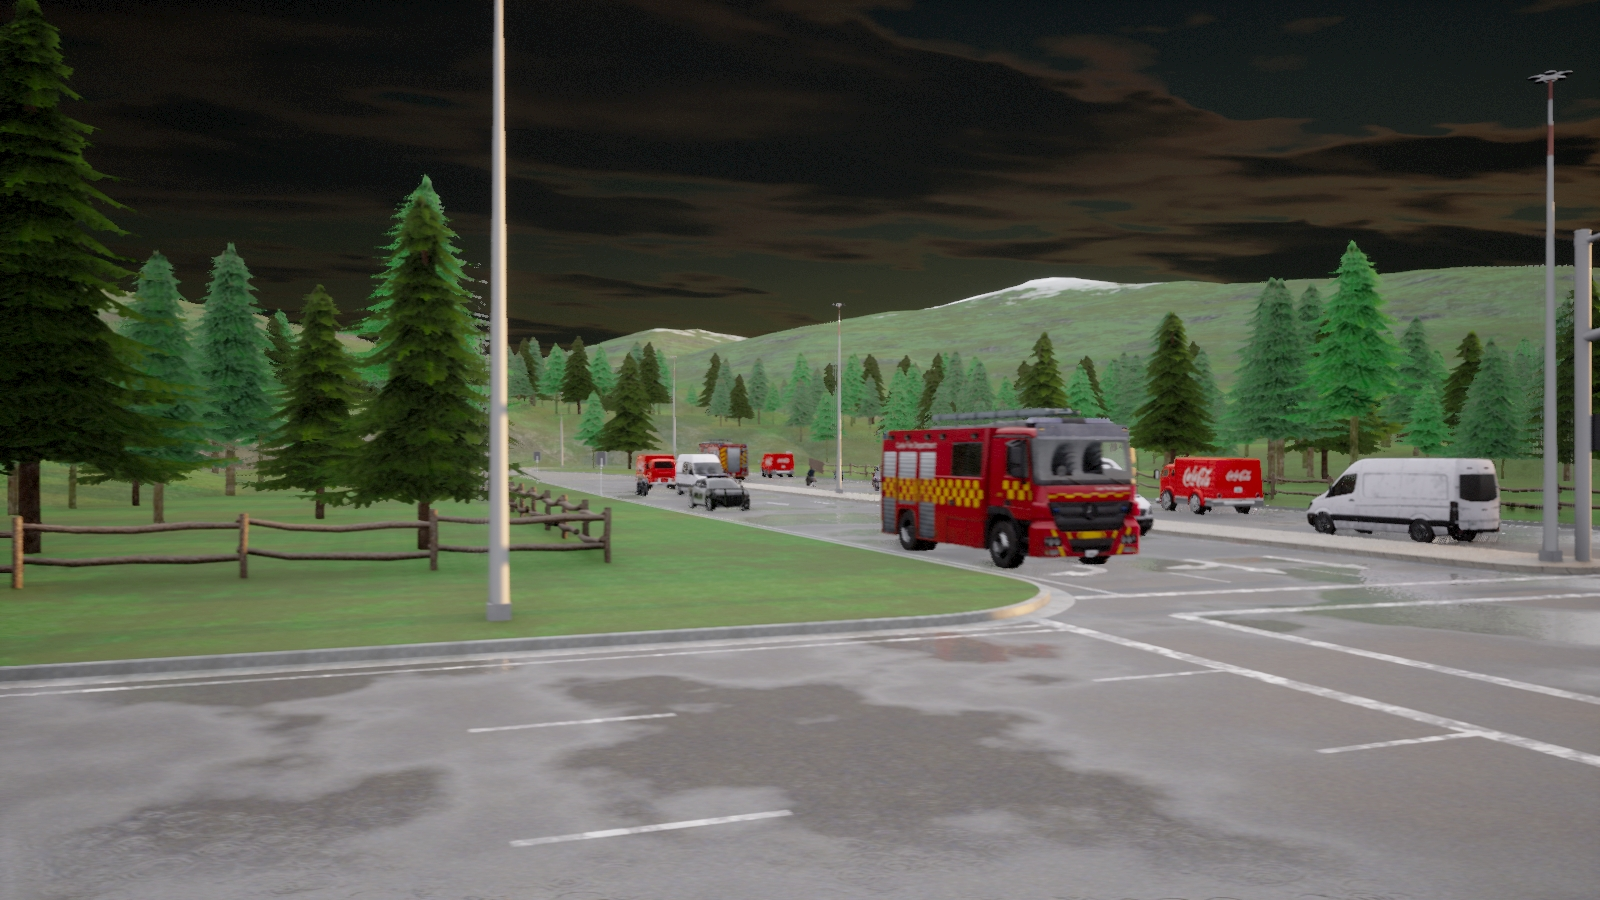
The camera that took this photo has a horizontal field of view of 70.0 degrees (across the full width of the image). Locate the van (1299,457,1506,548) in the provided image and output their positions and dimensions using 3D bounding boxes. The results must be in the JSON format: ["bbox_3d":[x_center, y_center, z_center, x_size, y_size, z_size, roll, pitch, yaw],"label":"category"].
[{"bbox_3d":[18.821,1.533,36.110,1.988,2.561,5.915,0,0,-21],"label":"van"}]

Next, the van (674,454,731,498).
[{"bbox_3d":[-5.988,1.534,69.450,1.988,2.561,5.915,0,0,-19],"label":"van"}]

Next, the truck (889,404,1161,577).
[{"bbox_3d":[5.445,0.890,29.702,2.891,3.827,8.468,0,0,-21],"label":"truck"}]

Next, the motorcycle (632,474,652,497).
[{"bbox_3d":[-9.548,2.154,69.016,0.764,1.307,2.356,0,0,-19],"label":"motorcycle"}]

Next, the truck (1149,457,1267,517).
[{"bbox_3d":[18.035,1.568,50.824,2.627,2.467,5.204,0,0,-12],"label":"truck"}]

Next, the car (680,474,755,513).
[{"bbox_3d":[-3.929,1.982,53.409,2.097,1.638,5.238,0,0,-21],"label":"car"}]
